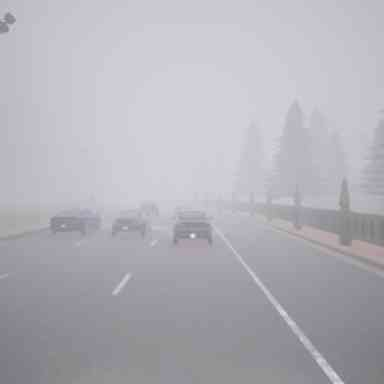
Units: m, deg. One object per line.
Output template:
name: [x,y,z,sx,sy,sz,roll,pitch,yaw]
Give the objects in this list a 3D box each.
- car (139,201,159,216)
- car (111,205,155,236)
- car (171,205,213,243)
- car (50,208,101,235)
car: [-4.816,1.739,37.232,2.097,1.767,4.553,0,-1,-8]
car: [-3.518,1.737,19.786,1.812,1.442,4.674,0,0,-1]
car: [0.014,1.673,17.001,1.837,1.490,4.892,0,0,0]
car: [-7.018,1.714,20.533,1.882,1.535,5.008,0,-1,-1]
